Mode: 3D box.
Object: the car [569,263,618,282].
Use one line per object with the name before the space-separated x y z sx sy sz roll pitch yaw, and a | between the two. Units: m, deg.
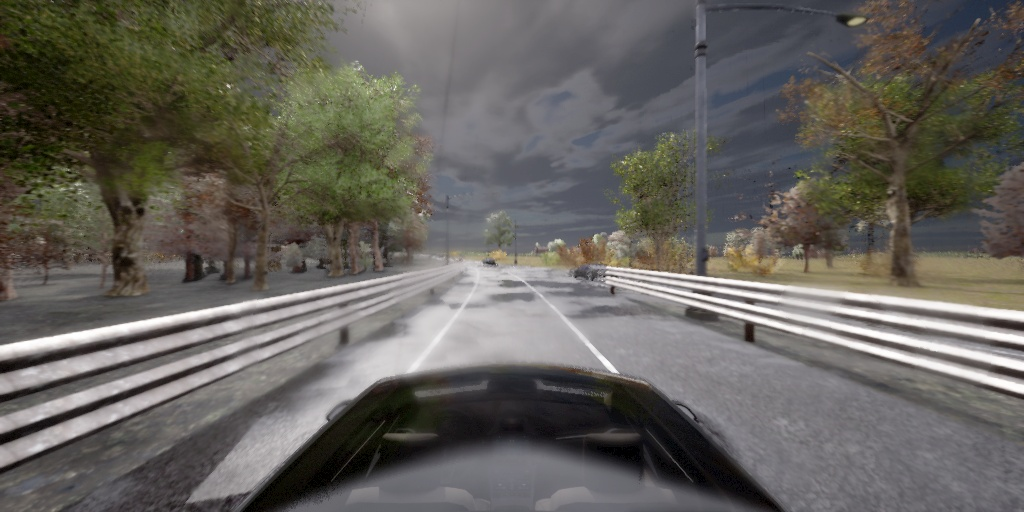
car | 6.560 1.299 29.397 2.033 1.411 5.357 1 0 -16
